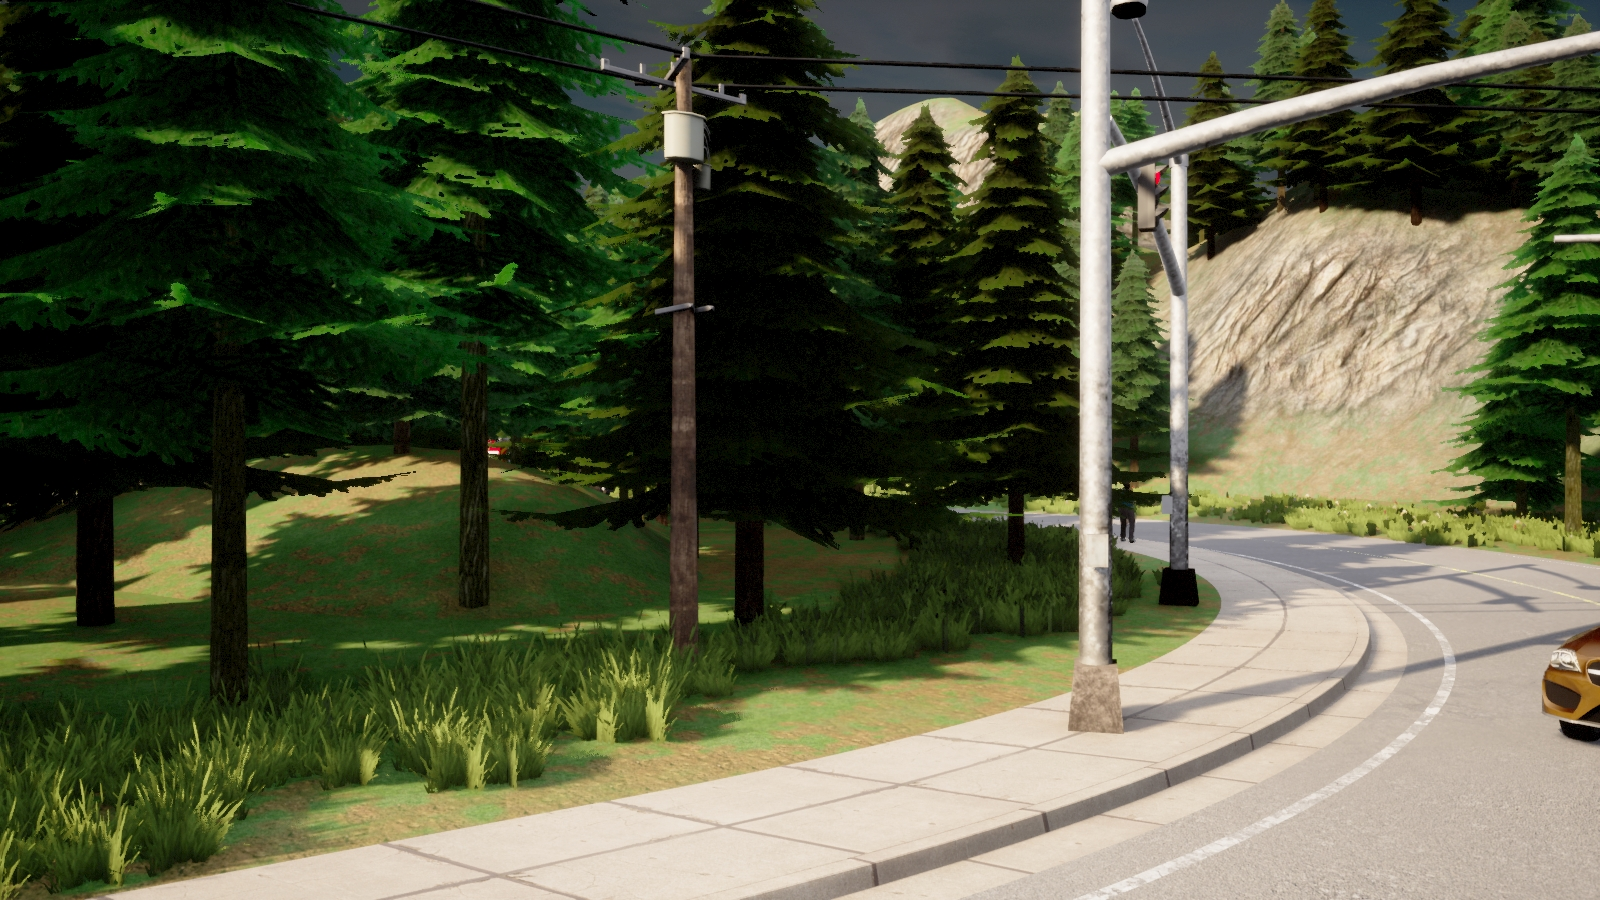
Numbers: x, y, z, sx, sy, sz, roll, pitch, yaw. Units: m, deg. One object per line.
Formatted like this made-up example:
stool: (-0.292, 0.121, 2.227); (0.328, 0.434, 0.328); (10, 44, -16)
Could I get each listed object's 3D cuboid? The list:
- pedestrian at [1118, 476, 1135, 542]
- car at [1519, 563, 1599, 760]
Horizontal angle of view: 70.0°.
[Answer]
pedestrian: (9.247, 1.669, 32.338); (0.375, 1.860, 0.375); (0, 0, 0)
car: (9.577, 1.970, 11.147); (5.027, 1.651, 2.152); (0, 0, -29)
